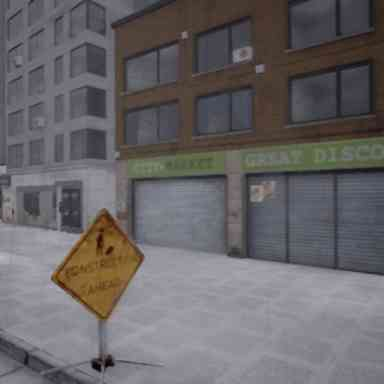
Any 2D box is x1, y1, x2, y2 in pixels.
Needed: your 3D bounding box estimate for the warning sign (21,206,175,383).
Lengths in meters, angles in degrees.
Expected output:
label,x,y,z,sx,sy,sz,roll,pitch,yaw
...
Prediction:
label,x,y,z,sx,sy,sz,roll,pitch,yaw
warning sign,-1.028,1.119,3.813,1.060,1.860,1.300,-1,0,36
